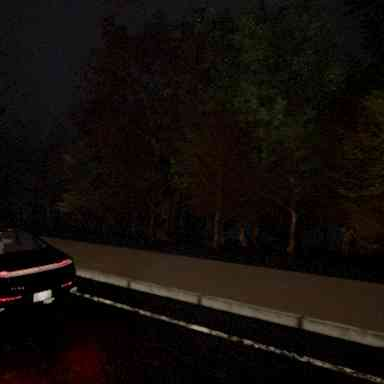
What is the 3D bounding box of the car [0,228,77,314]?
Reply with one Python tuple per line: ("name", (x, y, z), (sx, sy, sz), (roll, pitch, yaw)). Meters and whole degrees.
("car", (-4.408, 1.488, 6.827), (4.902, 1.511, 2.128), (0, 0, 35))
